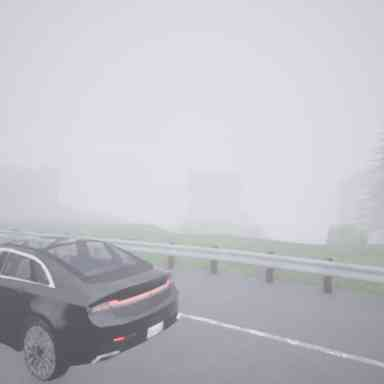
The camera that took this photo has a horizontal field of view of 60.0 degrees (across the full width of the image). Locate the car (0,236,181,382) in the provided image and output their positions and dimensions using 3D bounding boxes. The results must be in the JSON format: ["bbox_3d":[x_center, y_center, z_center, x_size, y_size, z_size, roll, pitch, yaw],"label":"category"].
[{"bbox_3d":[-2.488,1.496,5.433,4.902,1.511,2.128,0,0,33],"label":"car"}]
